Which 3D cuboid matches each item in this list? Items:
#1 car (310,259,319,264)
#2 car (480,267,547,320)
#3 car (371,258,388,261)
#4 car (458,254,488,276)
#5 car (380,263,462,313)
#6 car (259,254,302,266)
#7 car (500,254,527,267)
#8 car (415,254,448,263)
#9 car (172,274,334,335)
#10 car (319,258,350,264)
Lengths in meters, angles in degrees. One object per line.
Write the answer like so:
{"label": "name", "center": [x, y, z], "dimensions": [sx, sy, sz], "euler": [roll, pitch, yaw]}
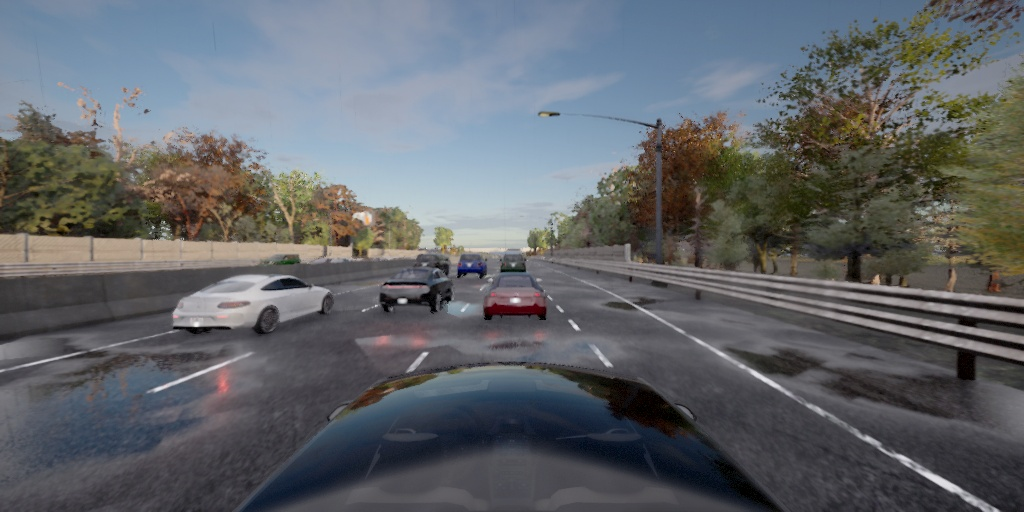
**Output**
{"label": "car", "center": [-24.555, 1.050, 46.768], "dimensions": [1.812, 1.442, 4.674], "euler": [0, 0, 0]}
{"label": "car", "center": [0.101, 1.254, 12.422], "dimensions": [1.994, 1.385, 4.181], "euler": [0, 0, 0]}
{"label": "car", "center": [-17.557, 1.014, 47.313], "dimensions": [2.128, 1.511, 4.902], "euler": [0, 0, 0]}
{"label": "car", "center": [-3.397, 0.817, 31.149], "dimensions": [2.150, 2.045, 5.566], "euler": [0, 0, 0]}
{"label": "car", "center": [-3.398, 1.176, 13.554], "dimensions": [2.128, 1.511, 4.902], "euler": [0, 0, 0]}
{"label": "car", "center": [-28.056, 0.761, 43.693], "dimensions": [2.150, 2.045, 5.566], "euler": [0, 0, 0]}
{"label": "car", "center": [0.102, 0.816, 31.208], "dimensions": [2.150, 2.045, 5.566], "euler": [0, 0, 0]}
{"label": "car", "center": [-6.898, 0.817, 31.161], "dimensions": [2.150, 2.045, 5.566], "euler": [0, 0, 0]}
{"label": "car", "center": [-6.899, 1.228, 10.154], "dimensions": [1.812, 1.442, 4.674], "euler": [0, 0, 0]}
{"label": "car", "center": [-21.072, 1.064, 43.688], "dimensions": [1.812, 1.442, 4.674], "euler": [0, 0, 0]}
